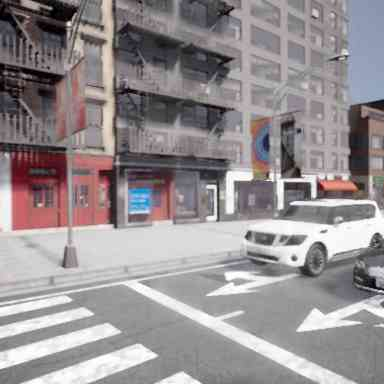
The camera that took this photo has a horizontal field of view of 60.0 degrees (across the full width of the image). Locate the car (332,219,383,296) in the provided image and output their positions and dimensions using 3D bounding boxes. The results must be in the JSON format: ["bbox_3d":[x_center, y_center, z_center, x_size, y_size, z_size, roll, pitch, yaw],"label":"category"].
[{"bbox_3d":[5.727,1.525,7.864,4.902,1.511,2.128,0,0,-36],"label":"car"}]

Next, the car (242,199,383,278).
[{"bbox_3d":[4.123,1.267,10.718,5.566,2.045,2.150,0,0,-36],"label":"car"}]
